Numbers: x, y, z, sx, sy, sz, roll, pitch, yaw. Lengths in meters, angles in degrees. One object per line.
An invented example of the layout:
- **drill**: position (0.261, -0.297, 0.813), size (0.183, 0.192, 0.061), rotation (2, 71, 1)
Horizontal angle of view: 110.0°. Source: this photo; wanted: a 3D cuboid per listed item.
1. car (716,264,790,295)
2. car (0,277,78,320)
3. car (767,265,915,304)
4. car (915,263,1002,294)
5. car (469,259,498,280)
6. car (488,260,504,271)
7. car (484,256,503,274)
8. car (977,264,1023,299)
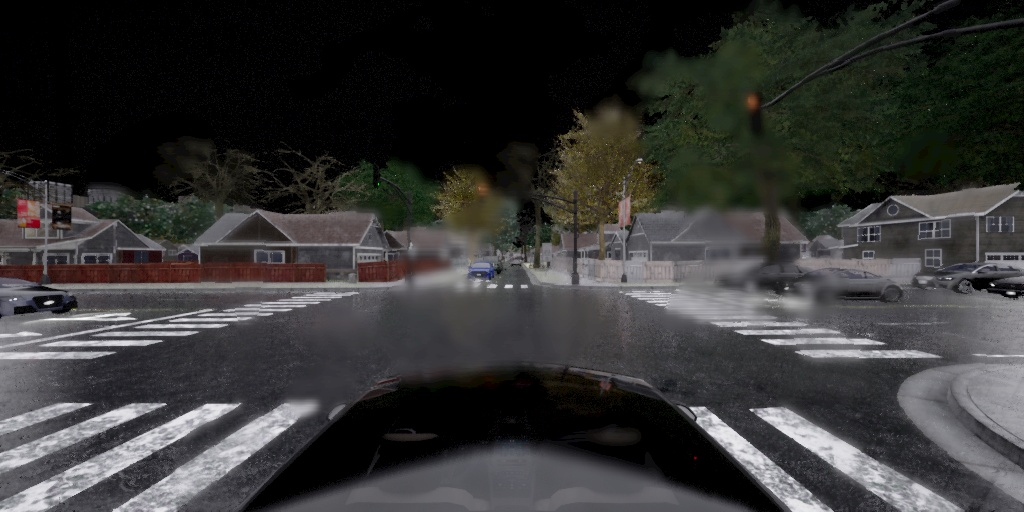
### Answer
- **car**: position (13.155, 1.166, 18.343), size (4.892, 1.490, 1.837), rotation (0, 0, 2)
- **car**: position (-17.598, 1.410, 12.136), size (4.181, 1.385, 1.994), rotation (0, 0, 1)
- **car**: position (13.640, 1.223, 15.088), size (4.181, 1.385, 1.994), rotation (0, 0, 1)
- **car**: position (23.401, 1.095, 18.185), size (4.902, 1.511, 2.128), rotation (0, 0, 1)
- **car**: position (-2.594, 1.241, 31.411), size (1.882, 1.535, 5.008), rotation (0, 0, 1)
- **car**: position (-2.269, 1.330, 51.964), size (2.033, 1.411, 5.357), rotation (0, 0, 1)
- **car**: position (-2.400, 0.994, 41.647), size (2.150, 2.045, 5.566), rotation (0, 0, 1)
- **car**: position (23.522, 1.151, 14.933), size (5.357, 1.411, 2.033), rotation (0, 0, 1)
